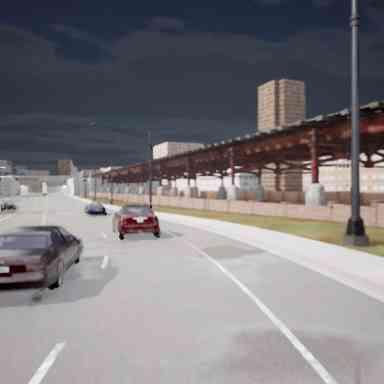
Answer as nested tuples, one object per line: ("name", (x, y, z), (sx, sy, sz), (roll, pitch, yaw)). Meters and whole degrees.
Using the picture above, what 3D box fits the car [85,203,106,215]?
("car", (-11.101, 1.902, 38.130), (1.994, 1.385, 4.181), (-1, 0, -23))

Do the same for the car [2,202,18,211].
("car", (-29.027, 2.315, 53.001), (1.895, 1.301, 4.718), (-1, 0, -23))

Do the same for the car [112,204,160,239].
("car", (-3.224, 1.469, 18.535), (2.097, 1.767, 4.553), (-1, 0, -18))

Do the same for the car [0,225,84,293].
("car", (-4.300, 1.644, 9.221), (2.033, 1.411, 5.357), (-1, 0, -10))
